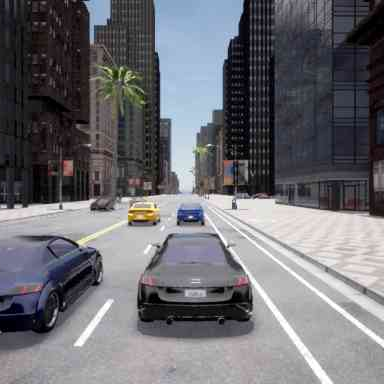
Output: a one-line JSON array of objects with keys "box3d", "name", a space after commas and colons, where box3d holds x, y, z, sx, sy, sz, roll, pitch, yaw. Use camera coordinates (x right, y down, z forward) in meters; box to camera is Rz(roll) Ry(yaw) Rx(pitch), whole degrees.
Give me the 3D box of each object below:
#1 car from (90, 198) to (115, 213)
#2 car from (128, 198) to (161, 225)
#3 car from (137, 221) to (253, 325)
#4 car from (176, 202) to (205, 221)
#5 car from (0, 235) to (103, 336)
[{"box3d": [-10.181, 1.479, 38.057, 1.882, 1.535, 5.008, 0, 0, 0], "name": "car"}, {"box3d": [-3.361, 1.477, 24.008, 1.882, 1.535, 5.008, 0, 0, 0], "name": "car"}, {"box3d": [0.036, 1.563, 7.230, 1.994, 1.385, 4.181, 0, 0, 0], "name": "car"}, {"box3d": [-0.110, 1.477, 24.034, 1.882, 1.535, 5.008, 0, 0, -1], "name": "car"}, {"box3d": [-3.210, 1.563, 6.778, 1.994, 1.385, 4.181, 0, 0, 0], "name": "car"}]
